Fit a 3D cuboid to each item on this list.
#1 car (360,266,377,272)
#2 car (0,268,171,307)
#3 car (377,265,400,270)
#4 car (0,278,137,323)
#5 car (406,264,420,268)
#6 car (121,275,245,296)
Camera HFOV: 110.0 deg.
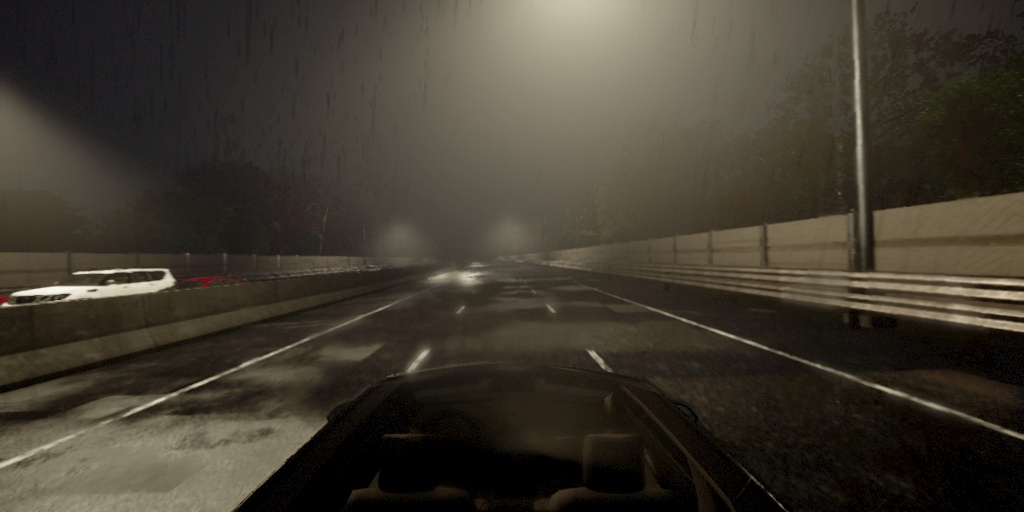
[{"bbox_3d":[-22.892,2.357,58.104,1.895,1.301,4.718,-2,0,-2],"label":"car"},{"bbox_3d":[-17.932,1.607,15.814,2.150,2.045,5.566,-2,0,-1],"label":"car"},{"bbox_3d":[-19.375,2.139,57.489,2.128,1.511,4.902,-2,0,-2],"label":"car"},{"bbox_3d":[-21.456,1.981,17.147,1.882,1.535,5.008,-2,0,-1],"label":"car"},{"bbox_3d":[-15.886,2.013,57.669,1.882,1.535,5.008,-2,0,-2],"label":"car"},{"bbox_3d":[-14.441,1.759,16.670,1.882,1.535,5.008,-2,0,-1],"label":"car"}]
